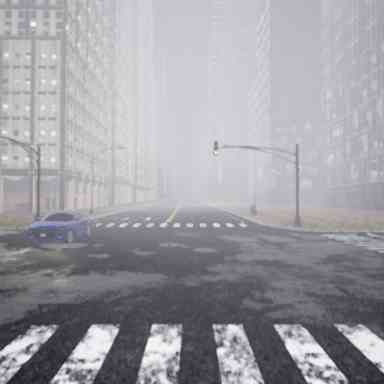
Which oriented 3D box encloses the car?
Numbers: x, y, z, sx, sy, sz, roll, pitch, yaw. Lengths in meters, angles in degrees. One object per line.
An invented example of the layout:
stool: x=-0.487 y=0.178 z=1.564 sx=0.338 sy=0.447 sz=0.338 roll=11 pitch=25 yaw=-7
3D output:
car: x=-6.706 y=1.717 z=17.332 sx=1.882 sy=1.535 sz=5.008 roll=0 pitch=-2 yaw=-1
